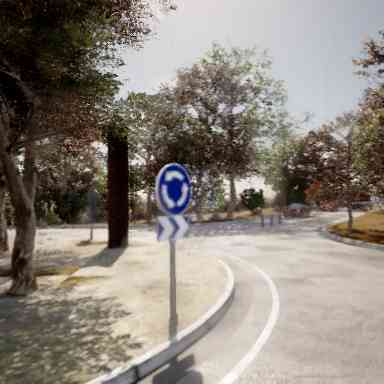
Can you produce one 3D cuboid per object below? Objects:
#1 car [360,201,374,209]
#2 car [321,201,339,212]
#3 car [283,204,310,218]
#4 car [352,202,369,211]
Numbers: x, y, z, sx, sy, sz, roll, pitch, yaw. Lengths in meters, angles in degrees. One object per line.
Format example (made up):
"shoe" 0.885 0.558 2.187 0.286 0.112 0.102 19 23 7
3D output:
"car" 34.762 2.617 65.879 1.837 1.490 4.892 -1 -2 35
"car" 22.710 2.329 54.648 2.097 1.767 4.553 -1 -1 35
"car" 12.631 2.198 40.101 2.097 1.767 4.553 -1 -1 35
"car" 28.849 2.485 57.300 1.837 1.490 4.892 -1 -1 35
